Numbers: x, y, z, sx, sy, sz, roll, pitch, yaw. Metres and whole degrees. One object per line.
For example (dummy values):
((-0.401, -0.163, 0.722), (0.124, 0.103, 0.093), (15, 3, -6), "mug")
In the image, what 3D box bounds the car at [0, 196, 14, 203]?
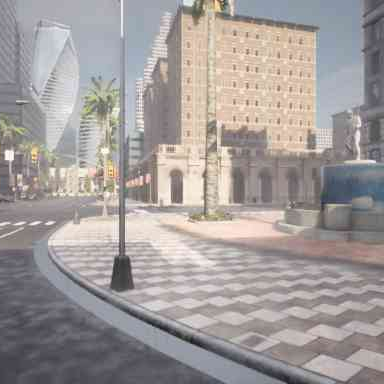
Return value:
((-38.961, 1.513, 70.149), (2.161, 1.482, 4.786), (0, 0, -15), "car")
